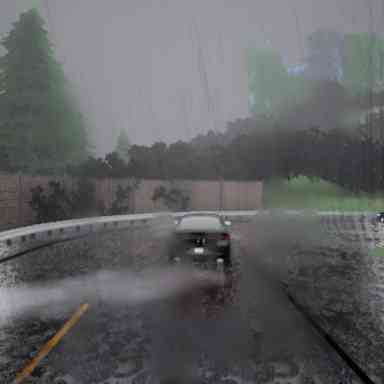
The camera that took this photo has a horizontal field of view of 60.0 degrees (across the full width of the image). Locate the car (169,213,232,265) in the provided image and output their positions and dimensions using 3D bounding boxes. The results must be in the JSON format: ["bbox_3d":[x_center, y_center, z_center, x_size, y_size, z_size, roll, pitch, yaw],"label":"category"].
[{"bbox_3d":[0.345,1.473,11.711,1.882,1.535,5.008,0,0,3],"label":"car"}]

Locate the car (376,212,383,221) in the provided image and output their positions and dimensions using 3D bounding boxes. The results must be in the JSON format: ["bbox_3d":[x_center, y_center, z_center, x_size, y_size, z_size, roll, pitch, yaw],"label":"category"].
[{"bbox_3d":[15.875,1.536,23.084,5.357,1.411,2.033,0,0,0],"label":"car"}]
